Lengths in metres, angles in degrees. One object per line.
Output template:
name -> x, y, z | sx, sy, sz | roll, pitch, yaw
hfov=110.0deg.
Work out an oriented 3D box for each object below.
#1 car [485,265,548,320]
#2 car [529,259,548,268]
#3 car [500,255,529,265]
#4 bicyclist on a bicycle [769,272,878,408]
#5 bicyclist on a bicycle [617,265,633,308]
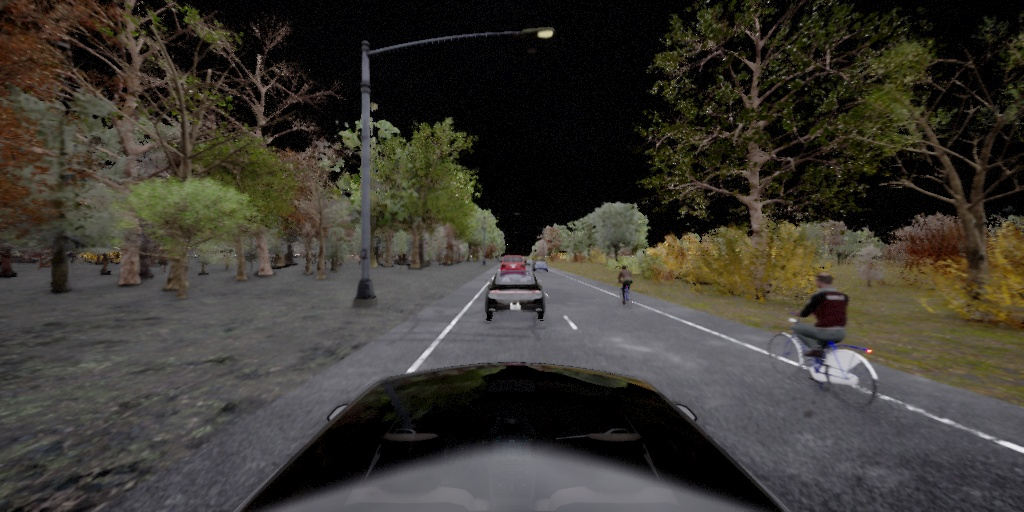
car -> 0.097, 1.239, 12.568 | 2.128, 1.511, 4.902 | 0, 0, 0
car -> 3.592, 1.290, 46.888 | 2.033, 1.411, 5.357 | 0, 0, 0
car -> 0.093, 0.966, 31.796 | 2.150, 2.045, 5.566 | 0, 0, 0
bicyclist on a bicycle -> 4.466, 1.120, 5.329 | 0.659, 1.776, 1.843 | 0, 0, 0
bicyclist on a bicycle -> 4.464, 1.201, 14.143 | 0.582, 1.620, 1.656 | 0, 0, 0
